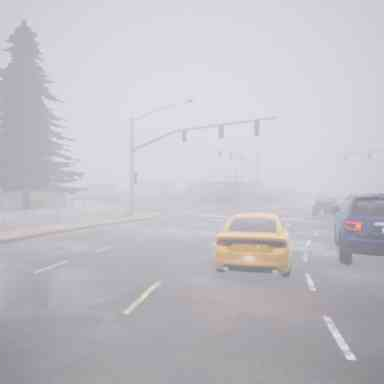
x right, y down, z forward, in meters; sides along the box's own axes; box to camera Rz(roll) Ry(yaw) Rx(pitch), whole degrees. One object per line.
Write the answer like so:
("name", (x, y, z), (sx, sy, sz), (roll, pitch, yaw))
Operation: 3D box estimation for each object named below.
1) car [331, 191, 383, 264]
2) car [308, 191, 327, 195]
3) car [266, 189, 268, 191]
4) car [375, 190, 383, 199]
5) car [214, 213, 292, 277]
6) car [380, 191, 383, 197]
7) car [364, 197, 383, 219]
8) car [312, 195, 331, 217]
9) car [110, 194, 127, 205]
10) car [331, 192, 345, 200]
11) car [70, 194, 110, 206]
("car", (5.949, 1.089, 10.934), (2.150, 2.045, 5.566), (0, 0, 21))
("car", (21.220, 0.857, 55.040), (2.128, 1.511, 4.902), (1, 1, 34))
("car", (18.571, 0.153, 90.108), (4.605, 1.855, 1.932), (1, 1, 34))
("car", (40.399, 0.544, 70.983), (2.097, 1.767, 4.553), (1, 1, 34))
("car", (1.942, 1.358, 10.061), (1.882, 1.535, 5.008), (0, 1, 14))
("car", (46.135, 0.430, 79.540), (1.837, 1.490, 4.892), (1, 1, 34))
("car", (15.436, 1.206, 27.249), (1.882, 1.535, 5.008), (0, 1, 34))
("car", (11.198, 1.229, 27.181), (1.837, 1.490, 4.892), (0, 1, 33))
("car", (-10.327, 1.046, 42.024), (4.892, 1.490, 1.837), (1, 1, 34))
("car", (29.746, 0.749, 67.663), (1.812, 1.442, 4.674), (1, 1, 34))
("car", (-12.325, 1.078, 39.149), (4.892, 1.490, 1.837), (1, 1, 34))
